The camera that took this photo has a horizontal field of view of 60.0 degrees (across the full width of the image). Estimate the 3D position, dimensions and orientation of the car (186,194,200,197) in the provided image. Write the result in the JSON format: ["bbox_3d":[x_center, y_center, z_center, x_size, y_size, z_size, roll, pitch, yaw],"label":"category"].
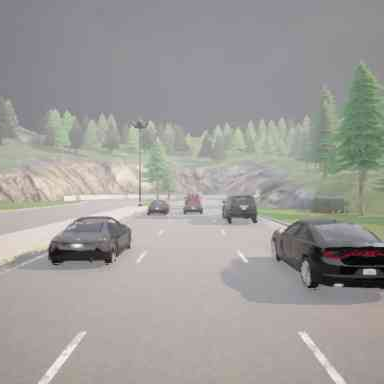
[{"bbox_3d":[0.102,1.221,44.613,2.150,2.045,5.566,0,0,0],"label":"car"}]

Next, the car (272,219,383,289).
[{"bbox_3d":[3.602,1.478,9.212,1.882,1.535,5.008,0,0,0],"label":"car"}]

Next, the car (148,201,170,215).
[{"bbox_3d":[-3.393,1.563,34.375,1.994,1.385,4.181,0,0,0],"label":"car"}]

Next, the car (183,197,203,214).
[{"bbox_3d":[0.106,1.564,35.197,1.994,1.385,4.181,0,0,0],"label":"car"}]

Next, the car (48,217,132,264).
[{"bbox_3d":[-3.398,1.564,11.839,1.994,1.385,4.181,0,0,0],"label":"car"}]

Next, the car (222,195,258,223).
[{"bbox_3d":[3.605,1.223,25.787,2.150,2.045,5.566,0,0,0],"label":"car"}]
